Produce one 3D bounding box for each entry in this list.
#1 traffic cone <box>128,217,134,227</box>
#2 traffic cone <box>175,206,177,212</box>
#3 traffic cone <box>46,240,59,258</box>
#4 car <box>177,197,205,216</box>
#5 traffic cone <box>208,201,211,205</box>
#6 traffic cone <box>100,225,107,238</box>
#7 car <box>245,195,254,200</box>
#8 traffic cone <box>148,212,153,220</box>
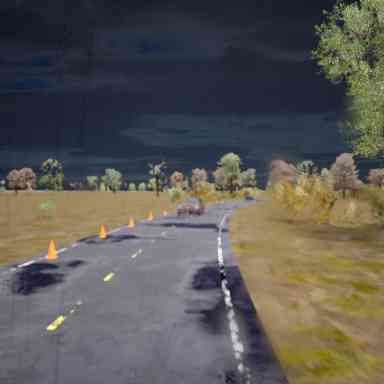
[{"bbox_3d":[-3.892,1.915,21.373,0.340,0.580,0.340,0,0,6],"label":"traffic cone"},{"bbox_3d":[-1.682,1.882,36.407,0.340,0.580,0.340,0,0,10],"label":"traffic cone"},{"bbox_3d":[-4.748,1.929,11.279,0.340,0.580,0.340,0,0,3],"label":"traffic cone"},{"bbox_3d":[-0.033,1.297,31.512,2.097,1.767,4.553,0,0,10],"label":"car"},{"bbox_3d":[2.976,1.819,56.121,0.340,0.580,0.340,0,0,16],"label":"traffic cone"},{"bbox_3d":[-4.382,1.923,16.332,0.340,0.580,0.340,0,0,5],"label":"traffic cone"},{"bbox_3d":[14.180,1.390,81.999,1.895,1.301,4.718,0,0,14],"label":"car"},{"bbox_3d":[-3.279,1.906,26.402,0.340,0.580,0.340,0,0,8],"label":"traffic cone"}]
